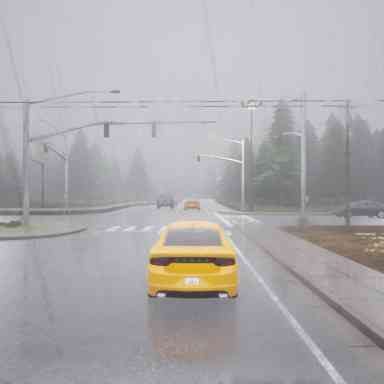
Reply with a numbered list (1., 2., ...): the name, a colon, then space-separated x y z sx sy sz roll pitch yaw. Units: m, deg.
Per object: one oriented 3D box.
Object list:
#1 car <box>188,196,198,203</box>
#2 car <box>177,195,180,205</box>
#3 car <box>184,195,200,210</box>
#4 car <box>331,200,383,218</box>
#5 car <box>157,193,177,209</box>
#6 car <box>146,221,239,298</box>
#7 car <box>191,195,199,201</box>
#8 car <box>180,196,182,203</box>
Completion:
1. car: 0.297 1.537 72.776 2.033 1.411 5.357 0 0 2
2. car: -3.540 1.353 55.991 2.097 1.767 4.553 0 0 0
3. car: 0.017 1.478 42.215 1.882 1.535 5.008 0 0 0
4. car: 14.910 1.531 29.530 4.892 1.490 1.837 0 0 1
5. car: -3.595 1.221 45.697 2.150 2.045 5.566 0 0 -1
6. car: 0.049 1.474 8.552 1.882 1.535 5.008 0 0 1
7. car: 0.696 1.442 83.168 1.837 1.490 4.892 0 0 2
8. car: -3.265 1.348 70.700 2.097 1.767 4.553 0 0 1
